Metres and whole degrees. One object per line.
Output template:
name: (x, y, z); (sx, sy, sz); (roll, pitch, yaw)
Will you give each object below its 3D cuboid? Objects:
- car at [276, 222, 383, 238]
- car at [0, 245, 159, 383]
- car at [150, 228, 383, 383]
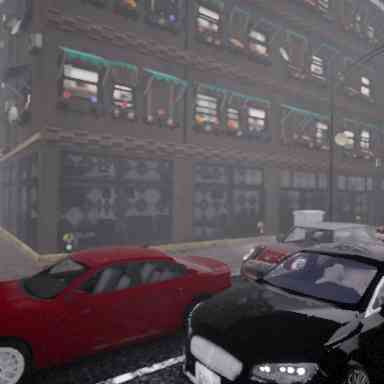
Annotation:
car: (3.131, 1.518, 8.322); (4.097, 1.590, 1.967); (1, 0, -35)
car: (-1.377, 1.563, 5.108); (4.507, 1.381, 1.887); (1, 0, -35)
car: (2.144, 1.537, 4.600); (4.902, 1.511, 2.128); (1, 0, -35)
